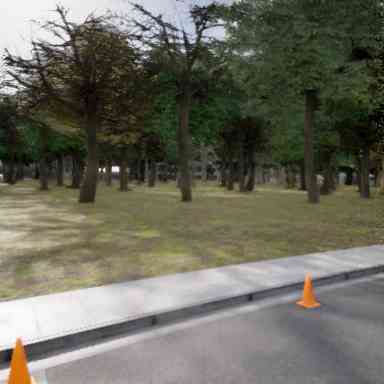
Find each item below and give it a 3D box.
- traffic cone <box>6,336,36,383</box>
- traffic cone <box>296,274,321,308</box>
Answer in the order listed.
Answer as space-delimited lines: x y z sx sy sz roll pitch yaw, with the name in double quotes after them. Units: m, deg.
-1.956 1.936 3.765 0.340 0.580 0.340 0 0 -35 "traffic cone"
2.311 1.927 6.583 0.340 0.580 0.340 0 0 -32 "traffic cone"
